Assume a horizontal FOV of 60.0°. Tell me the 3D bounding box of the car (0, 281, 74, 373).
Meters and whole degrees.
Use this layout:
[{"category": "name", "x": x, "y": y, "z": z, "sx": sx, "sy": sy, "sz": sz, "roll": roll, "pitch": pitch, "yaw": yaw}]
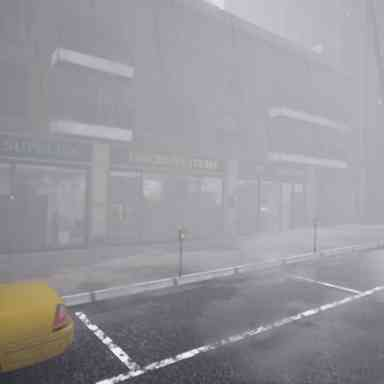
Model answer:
[{"category": "car", "x": -3.789, "y": 1.525, "z": 3.368, "sx": 4.829, "sy": 1.417, "sz": 1.752, "roll": 0, "pitch": 2, "yaw": -35}]
